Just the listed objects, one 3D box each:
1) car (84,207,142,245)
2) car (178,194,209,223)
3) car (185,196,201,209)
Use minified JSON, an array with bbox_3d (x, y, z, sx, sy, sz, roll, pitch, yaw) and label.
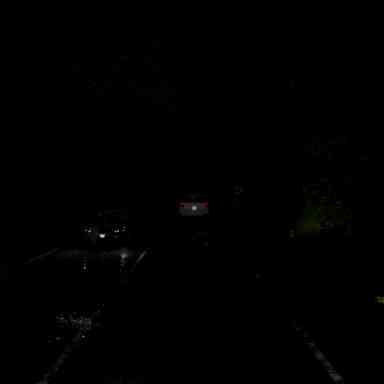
[{"bbox_3d":[-3.506,1.486,15.481,1.837,1.490,4.892,0,0,0],"label":"car"},{"bbox_3d":[0.112,1.155,24.984,2.150,2.045,5.566,0,0,-1],"label":"car"},{"bbox_3d":[0.113,1.303,42.879,1.882,1.535,5.008,0,0,0],"label":"car"}]
